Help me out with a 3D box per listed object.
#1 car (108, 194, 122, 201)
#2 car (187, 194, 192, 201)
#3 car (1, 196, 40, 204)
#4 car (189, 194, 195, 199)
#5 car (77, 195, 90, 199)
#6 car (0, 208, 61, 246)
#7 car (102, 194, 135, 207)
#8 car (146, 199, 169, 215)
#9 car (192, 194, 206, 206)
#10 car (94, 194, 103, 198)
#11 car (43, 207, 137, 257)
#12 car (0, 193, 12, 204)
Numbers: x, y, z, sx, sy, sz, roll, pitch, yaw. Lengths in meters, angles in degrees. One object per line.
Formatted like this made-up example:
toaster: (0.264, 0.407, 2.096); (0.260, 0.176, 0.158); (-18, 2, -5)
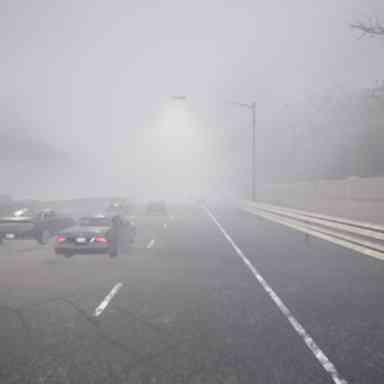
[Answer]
car: (-17.477, 1.247, 75.707); (1.882, 1.535, 5.008); (0, 0, 0)
car: (0.022, 1.205, 72.079); (2.033, 1.411, 5.357); (0, 0, 0)
car: (-17.580, 1.411, 35.114); (1.837, 1.490, 4.892); (0, 0, 0)
car: (0.028, 1.223, 92.376); (1.812, 1.442, 4.674); (0, 0, 0)
car: (-24.477, 1.302, 75.292); (1.812, 1.442, 4.674); (0, 0, 0)
car: (-6.895, 1.450, 15.073); (2.128, 1.511, 4.902); (0, 0, 0)
car: (-6.892, 1.264, 32.483); (2.097, 1.767, 4.553); (0, 0, 0)
car: (-3.390, 1.403, 32.727); (2.128, 1.511, 4.902); (0, 0, 0)
car: (1.241, 1.400, 52.566); (1.812, 1.442, 4.674); (0, 0, 0)
car: (-20.977, 1.262, 76.124); (1.837, 1.490, 4.892); (0, 0, 0)
car: (-3.397, 1.512, 12.699); (2.033, 1.411, 5.357); (0, 0, 0)
car: (-21.079, 1.126, 35.274); (2.150, 2.045, 5.566); (0, 0, 0)
